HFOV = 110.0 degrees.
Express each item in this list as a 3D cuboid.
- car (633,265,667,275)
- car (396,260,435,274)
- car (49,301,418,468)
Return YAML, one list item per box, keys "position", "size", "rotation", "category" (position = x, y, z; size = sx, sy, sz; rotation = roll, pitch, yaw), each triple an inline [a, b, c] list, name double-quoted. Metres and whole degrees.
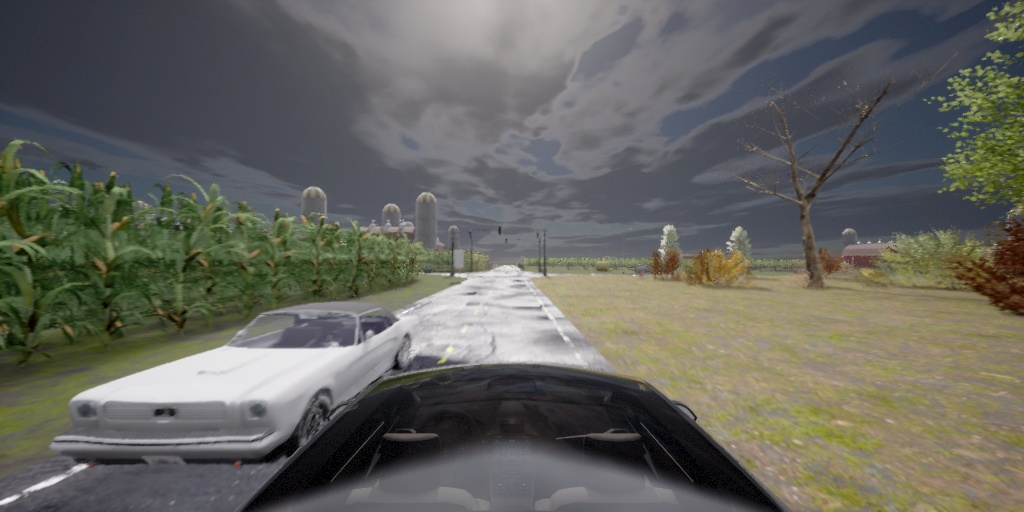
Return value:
- position: [20.773, 2.095, 53.872]
  size: [4.902, 1.511, 2.128]
  rotation: [1, -2, -4]
  category: "car"
- position: [-13.891, 1.469, 51.664]
  size: [5.566, 2.045, 2.150]
  rotation: [2, -2, -3]
  category: "car"
- position: [-2.851, 1.398, 5.144]
  size: [1.895, 1.301, 4.718]
  rotation: [0, -1, 0]
  category: "car"
